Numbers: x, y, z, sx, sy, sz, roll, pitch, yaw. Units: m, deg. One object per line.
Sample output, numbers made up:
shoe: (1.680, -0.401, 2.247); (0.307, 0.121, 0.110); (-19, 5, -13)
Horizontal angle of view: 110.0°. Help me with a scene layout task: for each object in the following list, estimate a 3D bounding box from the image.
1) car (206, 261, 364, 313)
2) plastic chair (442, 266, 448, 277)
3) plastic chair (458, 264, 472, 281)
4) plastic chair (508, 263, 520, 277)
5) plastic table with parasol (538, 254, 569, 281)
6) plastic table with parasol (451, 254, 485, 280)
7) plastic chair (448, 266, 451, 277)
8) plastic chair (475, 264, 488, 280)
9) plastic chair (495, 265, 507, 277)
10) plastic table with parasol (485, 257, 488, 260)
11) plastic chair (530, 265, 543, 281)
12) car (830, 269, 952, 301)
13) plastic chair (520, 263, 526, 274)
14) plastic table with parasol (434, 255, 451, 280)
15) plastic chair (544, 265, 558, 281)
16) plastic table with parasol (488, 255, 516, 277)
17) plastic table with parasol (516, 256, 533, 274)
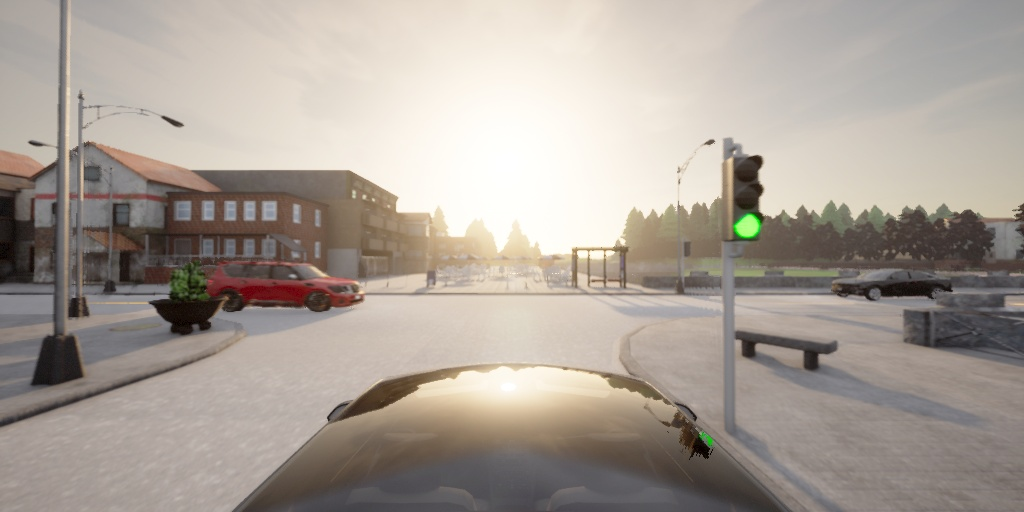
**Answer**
car: (-8.915, 1.238, 14.308); (5.566, 2.045, 2.150); (1, -1, 0)
plastic chair: (-6.974, 1.708, 39.622); (0.750, 1.272, 0.730); (0, 0, -1)
plastic chair: (-4.292, 1.633, 32.985); (0.750, 1.272, 0.730); (0, 0, 0)
plastic chair: (0.225, 1.726, 41.075); (0.730, 1.272, 0.750); (0, 0, 0)
plastic table with parasol: (3.649, 1.036, 33.438); (2.482, 2.480, 2.482); (0, 0, 0)
plastic table with parasol: (-4.170, 1.043, 34.205); (2.482, 2.480, 2.482); (0, 0, 0)
plastic chair: (-5.490, 1.648, 34.288); (0.730, 1.272, 0.750); (0, 0, 0)
plastic chair: (-2.890, 1.646, 34.082); (0.730, 1.272, 0.750); (0, 0, 0)
plastic chair: (-1.177, 1.713, 39.978); (0.750, 1.272, 0.730); (0, 0, 0)
plastic table with parasol: (-4.503, 1.287, 55.714); (2.482, 2.480, 2.482); (0, 0, 0)
plastic chair: (2.309, 1.640, 33.471); (0.730, 1.272, 0.750); (0, 0, 0)
car: (19.251, 1.419, 18.346); (5.008, 1.535, 1.882); (0, -1, 0)
plastic chair: (1.143, 1.800, 47.604); (0.750, 1.272, 0.730); (0, 0, -1)
plastic table with parasol: (-7.045, 1.117, 40.801); (2.482, 2.480, 2.482); (0, 0, 0)
plastic chair: (3.506, 1.625, 32.168); (0.750, 1.272, 0.730); (0, 0, 0)
plastic table with parasol: (-1.125, 1.123, 41.178); (2.482, 2.480, 2.482); (0, 0, 0)
plastic table with parasol: (1.262, 1.209, 48.782); (2.482, 2.480, 2.482); (0, 0, 0)
